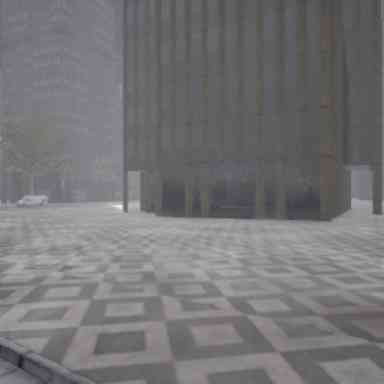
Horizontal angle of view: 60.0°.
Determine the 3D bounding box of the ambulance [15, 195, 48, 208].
[{"bbox_3d":[-33.375,1.932,69.311,2.351,2.431,6.366,0,0,29],"label":"ambulance"}]
